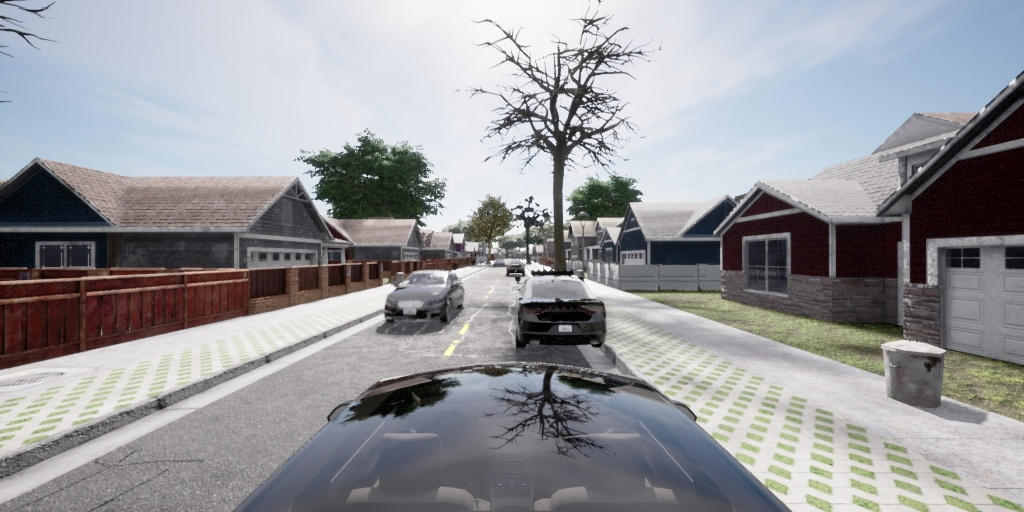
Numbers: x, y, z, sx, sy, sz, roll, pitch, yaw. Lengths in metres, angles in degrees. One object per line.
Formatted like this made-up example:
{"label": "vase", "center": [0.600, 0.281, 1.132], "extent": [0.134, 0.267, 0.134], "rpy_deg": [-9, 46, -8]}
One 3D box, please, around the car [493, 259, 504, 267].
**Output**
{"label": "car", "center": [-2.212, 1.223, 62.079], "extent": [1.812, 1.442, 4.674], "rpy_deg": [0, 0, 0]}

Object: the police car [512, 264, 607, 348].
{"label": "police car", "center": [1.038, 1.174, 9.410], "extent": [1.930, 1.638, 5.238], "rpy_deg": [0, 0, 1]}

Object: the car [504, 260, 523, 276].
{"label": "car", "center": [0.390, 1.241, 36.888], "extent": [1.837, 1.490, 4.892], "rpy_deg": [0, 0, 1]}

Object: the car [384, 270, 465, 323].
{"label": "car", "center": [-2.751, 1.241, 12.169], "extent": [2.128, 1.511, 4.902], "rpy_deg": [0, 0, 1]}
